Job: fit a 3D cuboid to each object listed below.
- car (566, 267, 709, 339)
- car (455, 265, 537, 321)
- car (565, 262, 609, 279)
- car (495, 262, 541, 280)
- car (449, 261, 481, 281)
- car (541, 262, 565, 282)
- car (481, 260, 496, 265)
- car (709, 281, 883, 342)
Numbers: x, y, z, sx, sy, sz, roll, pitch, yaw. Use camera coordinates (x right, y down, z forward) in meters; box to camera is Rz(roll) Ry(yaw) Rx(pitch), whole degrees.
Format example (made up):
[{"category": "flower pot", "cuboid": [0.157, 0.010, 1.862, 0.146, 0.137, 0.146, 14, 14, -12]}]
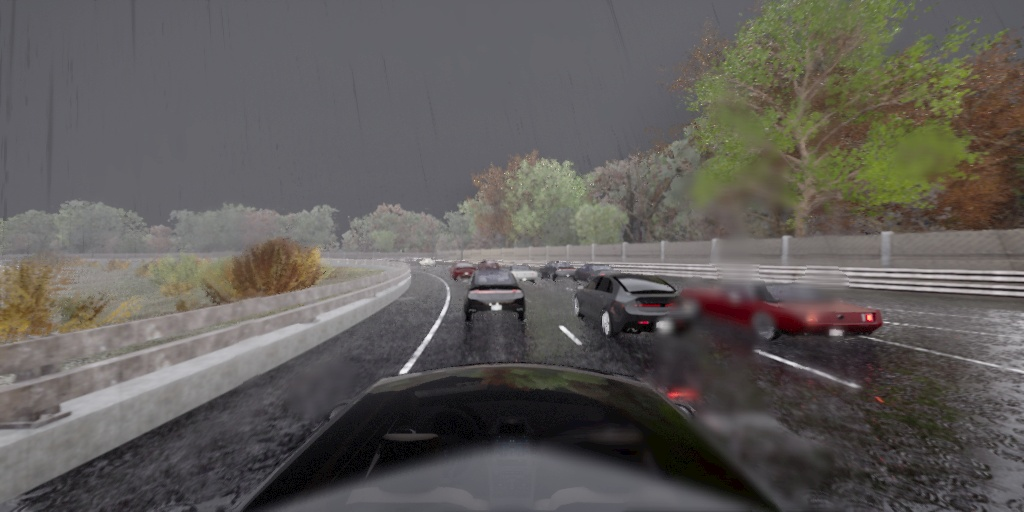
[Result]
[{"category": "car", "cuboid": [3.059, 1.231, 10.027, 1.837, 1.490, 4.892, 0, 0, -4]}, {"category": "car", "cuboid": [-0.686, 1.224, 12.380, 2.128, 1.511, 4.902, 0, 0, -6]}, {"category": "car", "cuboid": [5.836, 1.241, 25.393, 2.033, 1.411, 5.357, 0, 0, -12]}, {"category": "car", "cuboid": [0.336, 1.311, 26.819, 1.895, 1.301, 4.718, 0, 0, -14]}, {"category": "car", "cuboid": [-4.182, 1.198, 30.188, 1.882, 1.535, 5.008, 0, 0, -16]}, {"category": "car", "cuboid": [3.470, 1.191, 27.901, 2.128, 1.511, 4.902, 0, 0, -12]}, {"category": "car", "cuboid": [-3.139, 1.216, 47.347, 1.812, 1.442, 4.674, 0, 0, -25]}, {"category": "car", "cuboid": [6.610, 1.317, 9.675, 1.895, 1.301, 4.718, 0, 0, -4]}]
